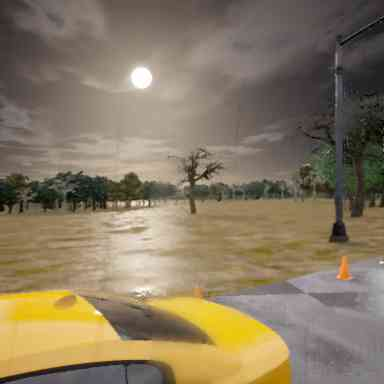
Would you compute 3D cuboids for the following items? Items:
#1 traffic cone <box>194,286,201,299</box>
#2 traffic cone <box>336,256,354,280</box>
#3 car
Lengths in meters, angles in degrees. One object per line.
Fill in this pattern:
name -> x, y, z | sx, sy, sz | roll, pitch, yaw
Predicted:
traffic cone -> 0.092, 1.979, 5.919 | 0.340, 0.580, 0.340 | 0, 0, -36
traffic cone -> 4.078, 2.001, 8.875 | 0.340, 0.580, 0.340 | 0, 0, -37
car -> -1.540, 1.479, 1.814 | 5.008, 1.535, 1.882 | 0, 0, -36
